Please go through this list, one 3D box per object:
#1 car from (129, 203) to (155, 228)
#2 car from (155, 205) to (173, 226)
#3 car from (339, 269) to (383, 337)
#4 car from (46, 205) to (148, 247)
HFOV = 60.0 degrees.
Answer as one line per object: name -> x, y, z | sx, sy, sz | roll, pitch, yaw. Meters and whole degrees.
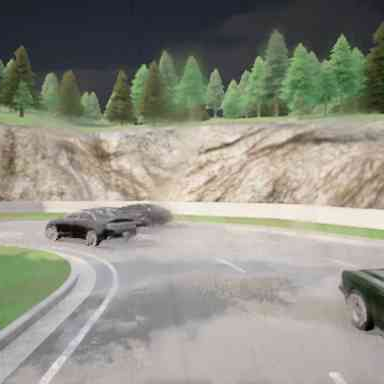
car -> -5.178, 1.548, 19.336 | 5.357, 1.411, 2.033 | 0, 0, 17
car -> -3.671, 1.507, 22.084 | 4.892, 1.490, 1.837 | 0, -2, 23
car -> 3.589, 1.602, 3.908 | 1.895, 1.301, 4.718 | 0, 0, 0
car -> -4.625, 1.492, 14.916 | 4.902, 1.511, 2.128 | 0, 0, 37
